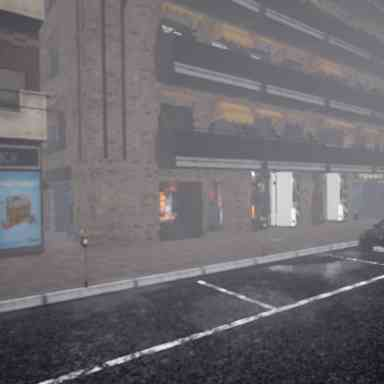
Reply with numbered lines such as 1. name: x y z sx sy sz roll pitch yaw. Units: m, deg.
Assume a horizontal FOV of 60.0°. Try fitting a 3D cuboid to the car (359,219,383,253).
1. car: 7.893 1.494 12.194 4.313 1.339 1.947 0 -1 -35
